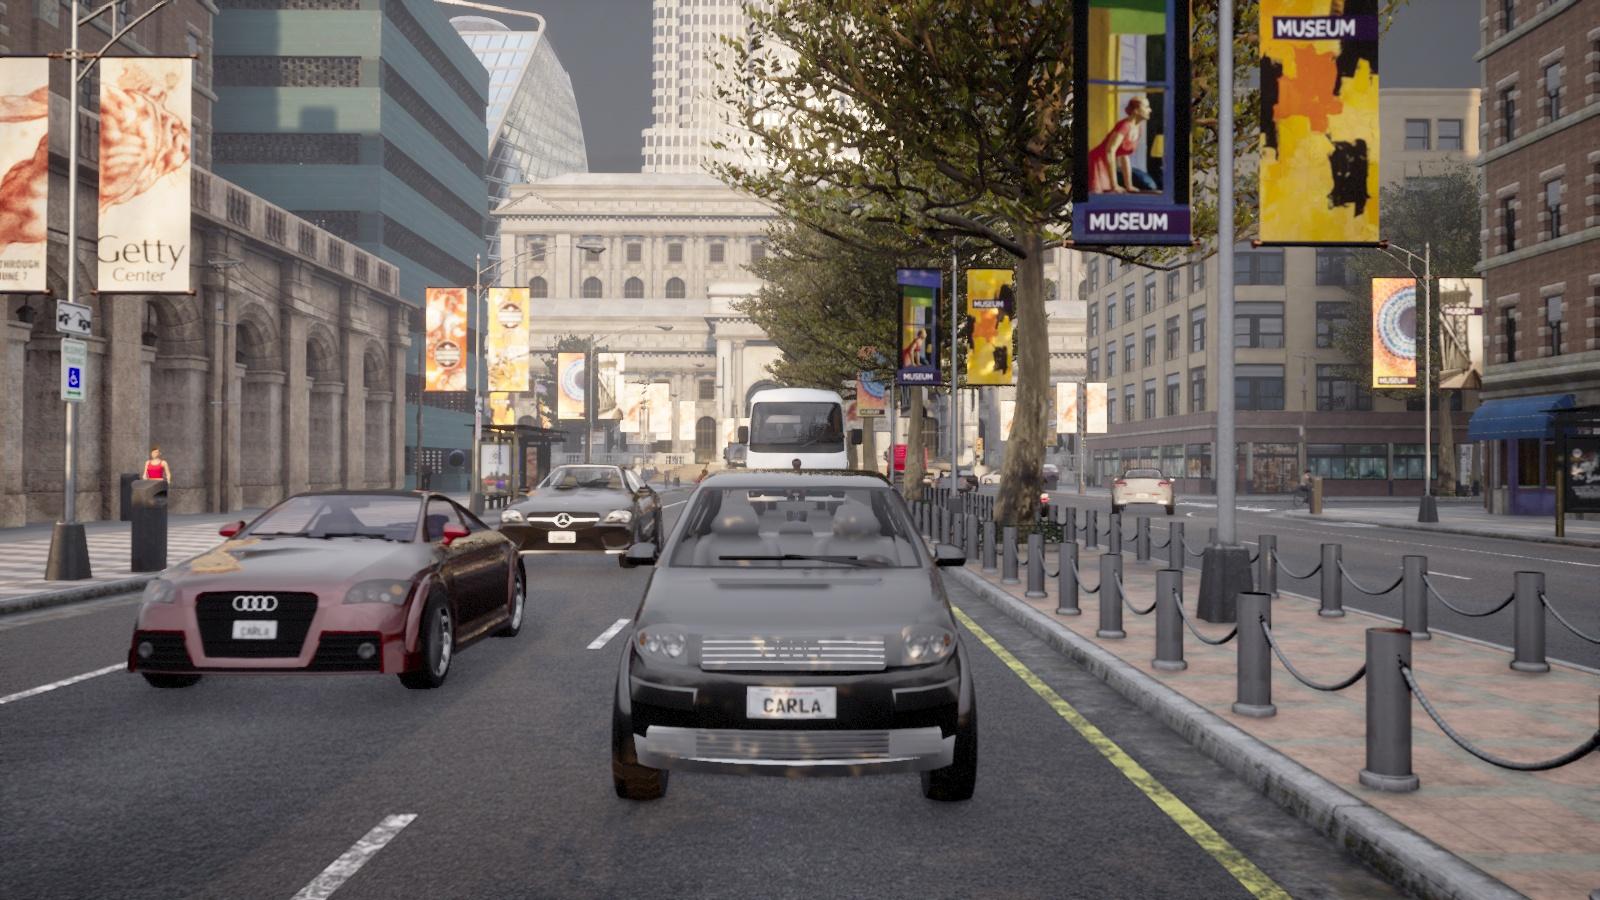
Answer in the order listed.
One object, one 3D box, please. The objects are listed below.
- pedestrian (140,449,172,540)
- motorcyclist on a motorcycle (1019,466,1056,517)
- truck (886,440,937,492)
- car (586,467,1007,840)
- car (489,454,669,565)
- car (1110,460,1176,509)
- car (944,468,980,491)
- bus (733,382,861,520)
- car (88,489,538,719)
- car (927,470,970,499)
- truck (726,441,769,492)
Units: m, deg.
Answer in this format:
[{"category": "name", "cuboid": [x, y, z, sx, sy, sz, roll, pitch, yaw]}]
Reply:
[{"category": "pedestrian", "cuboid": [-13.220, 0.908, 25.798, 0.345, 1.836, 0.594, 0, -1, 0]}, {"category": "motorcyclist on a motorcycle", "cuboid": [7.899, 1.358, 41.843, 0.766, 1.649, 2.350, 0, -1, 0]}, {"category": "truck", "cuboid": [7.759, 1.123, 88.277, 2.891, 3.462, 7.936, 0, -1, 0]}, {"category": "car", "cuboid": [-0.017, 0.893, 7.200, 1.789, 1.549, 3.705, 0, 0, 0]}, {"category": "car", "cuboid": [-3.552, 0.923, 21.196, 2.152, 1.651, 5.027, 0, -1, 0]}, {"category": "car", "cuboid": [12.582, 1.228, 45.833, 2.152, 1.651, 5.027, -1, -1, 17]}, {"category": "car", "cuboid": [11.241, 2.056, 87.409, 1.882, 1.535, 5.008, 0, -1, 0]}, {"category": "bus", "cuboid": [-0.111, 0.096, 44.000, 3.944, 4.253, 10.273, 0, -1, 0]}, {"category": "car", "cuboid": [-3.524, 1.041, 10.062, 1.994, 1.385, 4.181, 0, -1, 0]}, {"category": "car", "cuboid": [7.840, 1.792, 66.514, 1.845, 1.501, 3.633, 0, -1, 0]}, {"category": "truck", "cuboid": [-3.686, 1.176, 88.742, 2.891, 3.462, 7.936, 0, -1, -2]}]
